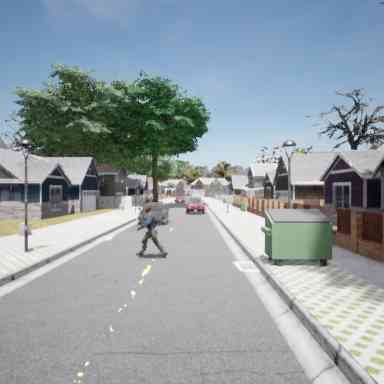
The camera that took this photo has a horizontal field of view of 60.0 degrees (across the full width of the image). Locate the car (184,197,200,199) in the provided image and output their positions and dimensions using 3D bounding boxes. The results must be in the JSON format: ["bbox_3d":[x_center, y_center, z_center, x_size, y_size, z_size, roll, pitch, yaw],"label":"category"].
[{"bbox_3d":[0.451,1.436,46.363,2.128,1.511,4.902,0,0,1],"label":"car"}]

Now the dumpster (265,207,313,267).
[{"bbox_3d":[3.105,1.389,10.903,1.020,1.700,1.940,0,0,0],"label":"dumpster"}]

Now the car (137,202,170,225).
[{"bbox_3d":[-2.655,1.484,23.661,1.837,1.490,4.892,0,0,0],"label":"car"}]

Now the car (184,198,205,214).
[{"bbox_3d":[0.382,1.563,35.196,1.895,1.301,4.718,0,0,1],"label":"car"}]

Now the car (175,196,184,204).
[{"bbox_3d":[-2.270,1.438,64.015,1.812,1.442,4.674,0,0,1],"label":"car"}]

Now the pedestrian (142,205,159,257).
[{"bbox_3d":[-1.401,1.287,11.156,0.375,1.860,0.375,0,0,-10],"label":"pedestrian"}]
